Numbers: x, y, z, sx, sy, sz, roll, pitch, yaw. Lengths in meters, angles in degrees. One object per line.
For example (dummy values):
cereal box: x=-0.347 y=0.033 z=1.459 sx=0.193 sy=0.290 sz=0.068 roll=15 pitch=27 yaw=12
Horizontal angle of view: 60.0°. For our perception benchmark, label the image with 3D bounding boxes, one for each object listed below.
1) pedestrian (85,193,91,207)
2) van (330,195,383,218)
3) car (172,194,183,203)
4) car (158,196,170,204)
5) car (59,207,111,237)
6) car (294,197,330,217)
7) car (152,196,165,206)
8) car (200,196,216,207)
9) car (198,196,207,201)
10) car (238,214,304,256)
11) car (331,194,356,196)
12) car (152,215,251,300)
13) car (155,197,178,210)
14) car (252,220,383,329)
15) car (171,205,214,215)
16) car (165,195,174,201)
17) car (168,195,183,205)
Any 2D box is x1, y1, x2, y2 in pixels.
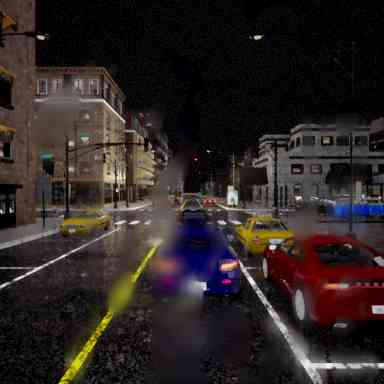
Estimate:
pedestrian: x=-12.638 y=1.080 z=40.256 sx=0.375 sy=1.860 sz=0.375 roll=0 pitch=0 yaw=0
van: x=14.653 y=1.413 z=29.143 sx=3.998 sy=1.788 sz=1.690 roll=0 pitch=0 yaw=0
car: x=-3.012 y=1.404 z=71.308 sx=2.097 sy=1.767 sz=4.553 roll=0 pitch=0 yaw=0
car: x=-5.708 y=1.595 z=67.923 sx=2.008 sy=1.369 sz=4.403 roll=0 pitch=0 yaw=0
car: x=-5.699 y=1.527 z=18.207 sx=1.752 sy=1.417 sz=4.829 roll=0 pitch=0 yaw=0
car: x=12.324 y=1.540 z=31.768 sx=4.902 sy=1.511 sz=2.128 roll=0 pitch=0 yaw=1
car: x=-5.706 y=1.580 z=56.529 sx=2.008 sy=1.369 sz=4.403 roll=0 pitch=0 yaw=0
car: x=2.674 y=1.462 z=50.846 sx=1.967 sy=1.590 sz=4.097 roll=0 pitch=0 yaw=0
car: x=2.669 y=1.622 z=85.027 sx=2.008 sy=1.369 sz=4.403 roll=-1 pitch=0 yaw=0
car: x=2.683 y=1.526 z=12.848 sx=1.752 sy=1.417 sz=4.829 roll=0 pitch=0 yaw=0
car: x=15.478 y=1.256 z=34.937 sx=5.566 sy=2.045 sz=2.150 roll=0 pitch=0 yaw=0
car: x=0.102 y=1.525 z=8.263 sx=1.812 sy=1.442 sz=4.674 roll=0 pitch=0 yaw=0
car: x=-3.107 y=1.600 z=41.921 sx=1.895 sy=1.301 sz=4.718 roll=0 pitch=-1 yaw=0
car: x=2.684 y=1.544 z=6.980 sx=1.887 sy=1.381 sz=4.507 roll=0 pitch=0 yaw=0
car: x=0.097 y=1.565 z=16.956 sx=1.994 sy=1.385 sz=4.181 roll=0 pitch=0 yaw=0
car: x=-5.712 y=1.596 z=84.843 sx=1.752 sy=1.417 sz=4.829 roll=0 pitch=0 yaw=0
car: x=-3.096 y=1.593 z=56.680 sx=1.994 sy=1.385 sz=4.181 roll=0 pitch=0 yaw=0
